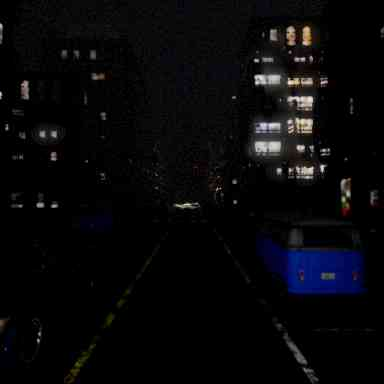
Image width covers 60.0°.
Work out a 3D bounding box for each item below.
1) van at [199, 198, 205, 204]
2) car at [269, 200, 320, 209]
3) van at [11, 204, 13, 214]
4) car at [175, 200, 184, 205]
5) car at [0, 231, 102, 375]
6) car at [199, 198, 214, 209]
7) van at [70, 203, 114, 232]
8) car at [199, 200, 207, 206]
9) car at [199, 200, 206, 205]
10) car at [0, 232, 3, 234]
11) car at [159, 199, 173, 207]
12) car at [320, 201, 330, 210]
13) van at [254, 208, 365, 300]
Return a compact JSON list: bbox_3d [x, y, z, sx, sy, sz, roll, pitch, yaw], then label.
[{"bbox_3d":[2.711,2.461,90.790,1.690,1.788,3.998,0,-1,0],"label":"van"},{"bbox_3d":[11.152,1.609,37.299,5.008,1.535,1.882,-1,-1,0],"label":"car"},{"bbox_3d":[-25.374,2.271,42.932,3.998,1.788,1.690,-1,0,0],"label":"van"},{"bbox_3d":[-2.981,2.667,88.008,1.895,1.301,4.718,0,-1,0],"label":"car"},{"bbox_3d":[-3.097,1.634,5.650,1.994,1.385,4.181,0,-1,0],"label":"car"},{"bbox_3d":[2.704,2.145,57.585,1.967,1.590,4.097,0,-1,0],"label":"car"},{"bbox_3d":[-5.796,1.581,19.696,1.690,1.788,3.998,0,-1,0],"label":"van"},{"bbox_3d":[2.708,2.562,79.719,1.802,1.307,4.206,0,-1,0],"label":"car"},{"bbox_3d":[2.709,2.632,85.253,1.802,1.307,4.206,0,-1,0],"label":"car"},{"bbox_3d":[-5.687,1.685,8.425,1.802,1.307,4.206,0,-1,0],"label":"car"},{"bbox_3d":[-5.675,2.393,68.654,2.008,1.369,4.403,0,-1,0],"label":"car"},{"bbox_3d":[18.267,1.787,43.137,4.313,1.339,1.947,-1,0,0],"label":"car"},{"bbox_3d":[2.694,1.444,8.422,1.690,1.788,3.998,0,-1,0],"label":"van"}]
